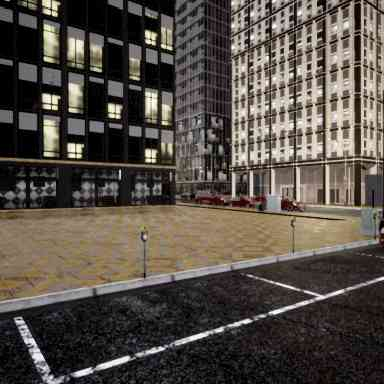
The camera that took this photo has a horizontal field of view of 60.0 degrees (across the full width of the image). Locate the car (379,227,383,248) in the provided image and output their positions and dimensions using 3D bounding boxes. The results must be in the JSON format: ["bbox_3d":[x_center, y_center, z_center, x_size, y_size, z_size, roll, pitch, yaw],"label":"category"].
[{"bbox_3d":[9.132,1.441,13.087,4.097,1.590,1.967,0,0,-36],"label":"car"}]

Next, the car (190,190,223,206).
[{"bbox_3d":[2.434,0.731,40.974,2.192,1.841,5.009,1,0,-36],"label":"car"}]

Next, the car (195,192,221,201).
[{"bbox_3d":[2.599,0.710,55.111,1.752,1.417,4.829,1,0,-36],"label":"car"}]

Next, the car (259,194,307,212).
[{"bbox_3d":[8.932,1.070,31.918,1.967,1.590,4.097,1,0,-36],"label":"car"}]

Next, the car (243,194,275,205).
[{"bbox_3d":[9.199,0.984,45.912,1.802,1.307,4.206,1,0,-36],"label":"car"}]

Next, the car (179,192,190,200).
[{"bbox_3d":[-0.555,0.646,59.503,1.947,1.339,4.313,1,0,-36],"label":"car"}]

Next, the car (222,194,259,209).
[{"bbox_3d":[5.677,1.105,36.447,1.802,1.307,4.206,1,0,-36],"label":"car"}]
